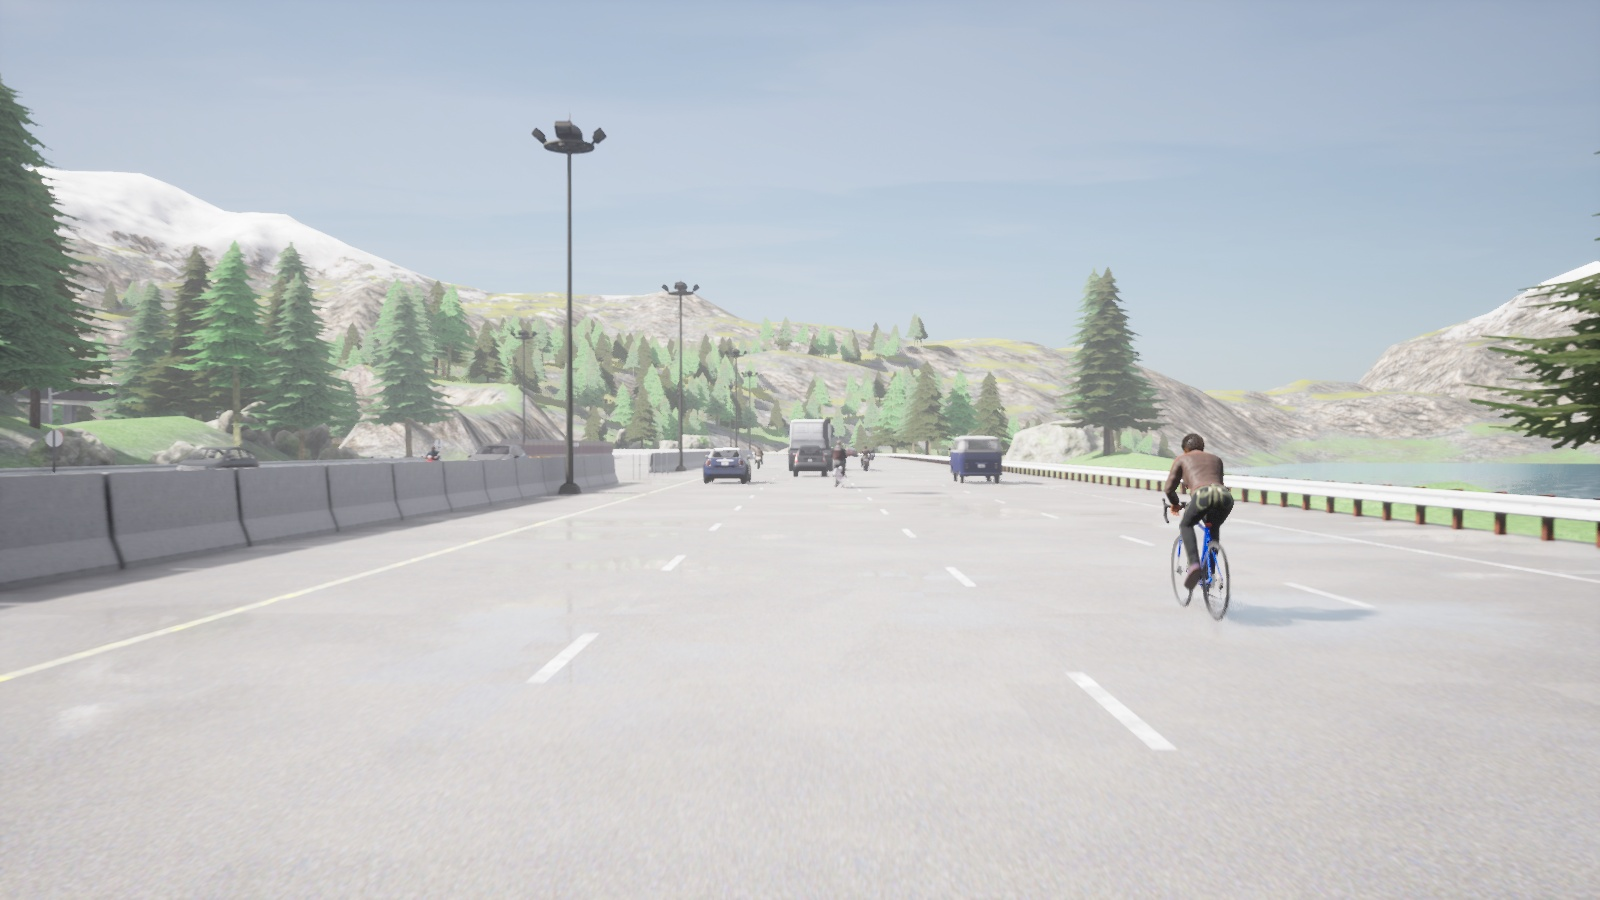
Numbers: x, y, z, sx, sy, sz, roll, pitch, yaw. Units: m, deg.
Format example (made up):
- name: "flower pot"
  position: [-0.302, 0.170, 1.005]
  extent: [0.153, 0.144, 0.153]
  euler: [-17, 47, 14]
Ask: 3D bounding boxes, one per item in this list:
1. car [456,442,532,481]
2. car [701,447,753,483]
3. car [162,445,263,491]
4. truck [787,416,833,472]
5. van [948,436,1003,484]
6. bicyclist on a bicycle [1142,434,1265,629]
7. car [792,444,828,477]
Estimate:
- name: "car"
  position: [-13.564, 0.474, 55.985]
  extent: [2.242, 1.667, 4.611]
  euler: [0, 0, 0]
- name: "car"
  position: [-3.082, 0.609, 53.819]
  extent: [1.970, 1.475, 3.806]
  euler: [0, 0, 1]
- name: "car"
  position: [-20.665, 0.630, 44.338]
  extent: [1.789, 1.549, 3.705]
  euler: [0, 0, 0]
- name: "truck"
  position: [0.664, -0.389, 82.173]
  extent: [2.891, 3.462, 7.936]
  euler: [0, 0, 1]
- name: "van"
  position: [7.415, 0.406, 53.398]
  extent: [1.775, 1.987, 4.442]
  euler: [0, 0, 1]
- name: "bicyclist on a bicycle"
  position: [3.582, 0.682, 11.281]
  extent: [0.582, 1.620, 1.656]
  euler: [0, 0, 0]
- name: "car"
  position: [0.518, 0.523, 65.291]
  extent: [1.851, 1.617, 3.988]
  euler: [0, 0, 0]
